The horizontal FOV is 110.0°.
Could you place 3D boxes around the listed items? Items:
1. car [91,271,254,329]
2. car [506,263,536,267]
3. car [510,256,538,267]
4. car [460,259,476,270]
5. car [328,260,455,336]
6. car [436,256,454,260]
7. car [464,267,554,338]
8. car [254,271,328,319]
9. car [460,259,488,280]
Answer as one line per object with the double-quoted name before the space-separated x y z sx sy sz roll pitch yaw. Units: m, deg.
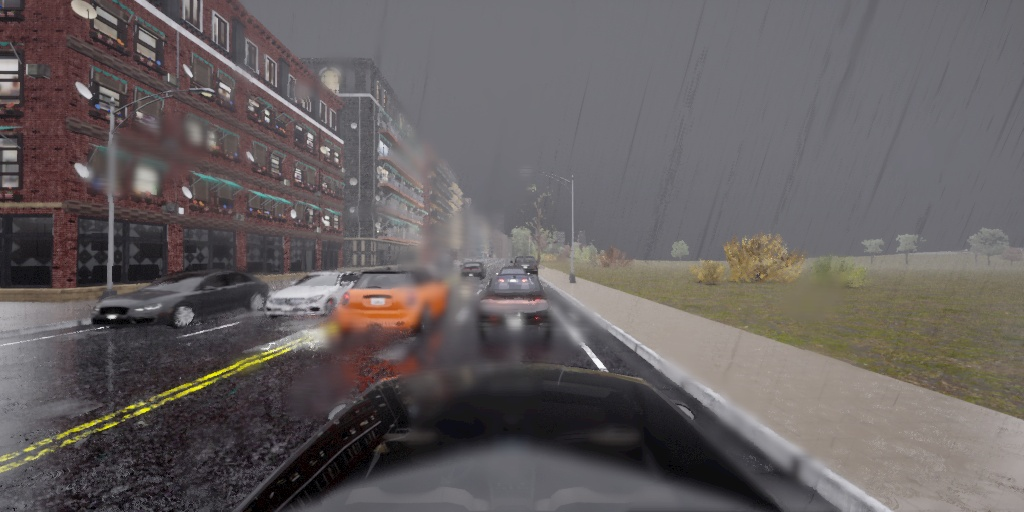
"car" -9.878 1.256 11.285 1.837 1.490 4.892 0 0 0
"car" 0.049 1.300 20.689 2.033 1.411 5.357 0 0 0
"car" 1.052 0.979 30.902 2.150 2.045 5.566 0 0 0
"car" -6.749 1.230 55.224 1.882 1.535 5.008 0 0 0
"car" -3.176 1.104 10.601 2.097 1.767 4.553 0 0 0
"car" -10.000 0.973 53.964 2.150 2.045 5.566 0 0 0
"car" 0.076 1.243 10.249 2.128 1.511 4.902 0 0 0
"car" -6.646 1.277 12.921 1.812 1.442 4.674 0 0 0
"car" -3.237 1.260 31.315 1.837 1.490 4.892 0 0 0
